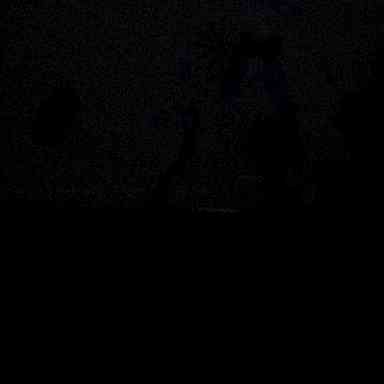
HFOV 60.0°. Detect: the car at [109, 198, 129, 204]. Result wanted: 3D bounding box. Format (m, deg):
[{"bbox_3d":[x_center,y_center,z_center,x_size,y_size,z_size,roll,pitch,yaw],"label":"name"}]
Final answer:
[{"bbox_3d":[-14.826,1.883,67.750,1.994,1.385,4.181,3,0,35],"label":"car"}]
